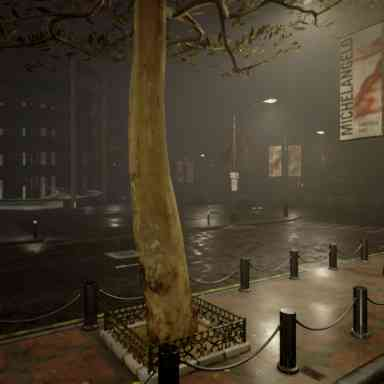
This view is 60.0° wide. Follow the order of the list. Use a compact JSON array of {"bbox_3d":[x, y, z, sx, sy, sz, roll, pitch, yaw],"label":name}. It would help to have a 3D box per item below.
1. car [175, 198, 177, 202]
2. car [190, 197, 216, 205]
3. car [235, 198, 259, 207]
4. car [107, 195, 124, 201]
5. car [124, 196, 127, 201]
[{"bbox_3d":[-5.086,1.478,65.904,5.008,1.535,1.882,0,0,41],"label":"car"},{"bbox_3d":[1.868,1.547,58.035,2.033,1.411,5.357,0,0,-38],"label":"car"},{"bbox_3d":[8.018,1.564,49.571,1.994,1.385,4.181,0,0,-35],"label":"car"},{"bbox_3d":[-19.016,1.474,77.398,4.674,1.442,1.812,0,0,12],"label":"car"},{"bbox_3d":[-18.057,1.464,80.764,4.674,1.442,1.812,0,0,12],"label":"car"}]
